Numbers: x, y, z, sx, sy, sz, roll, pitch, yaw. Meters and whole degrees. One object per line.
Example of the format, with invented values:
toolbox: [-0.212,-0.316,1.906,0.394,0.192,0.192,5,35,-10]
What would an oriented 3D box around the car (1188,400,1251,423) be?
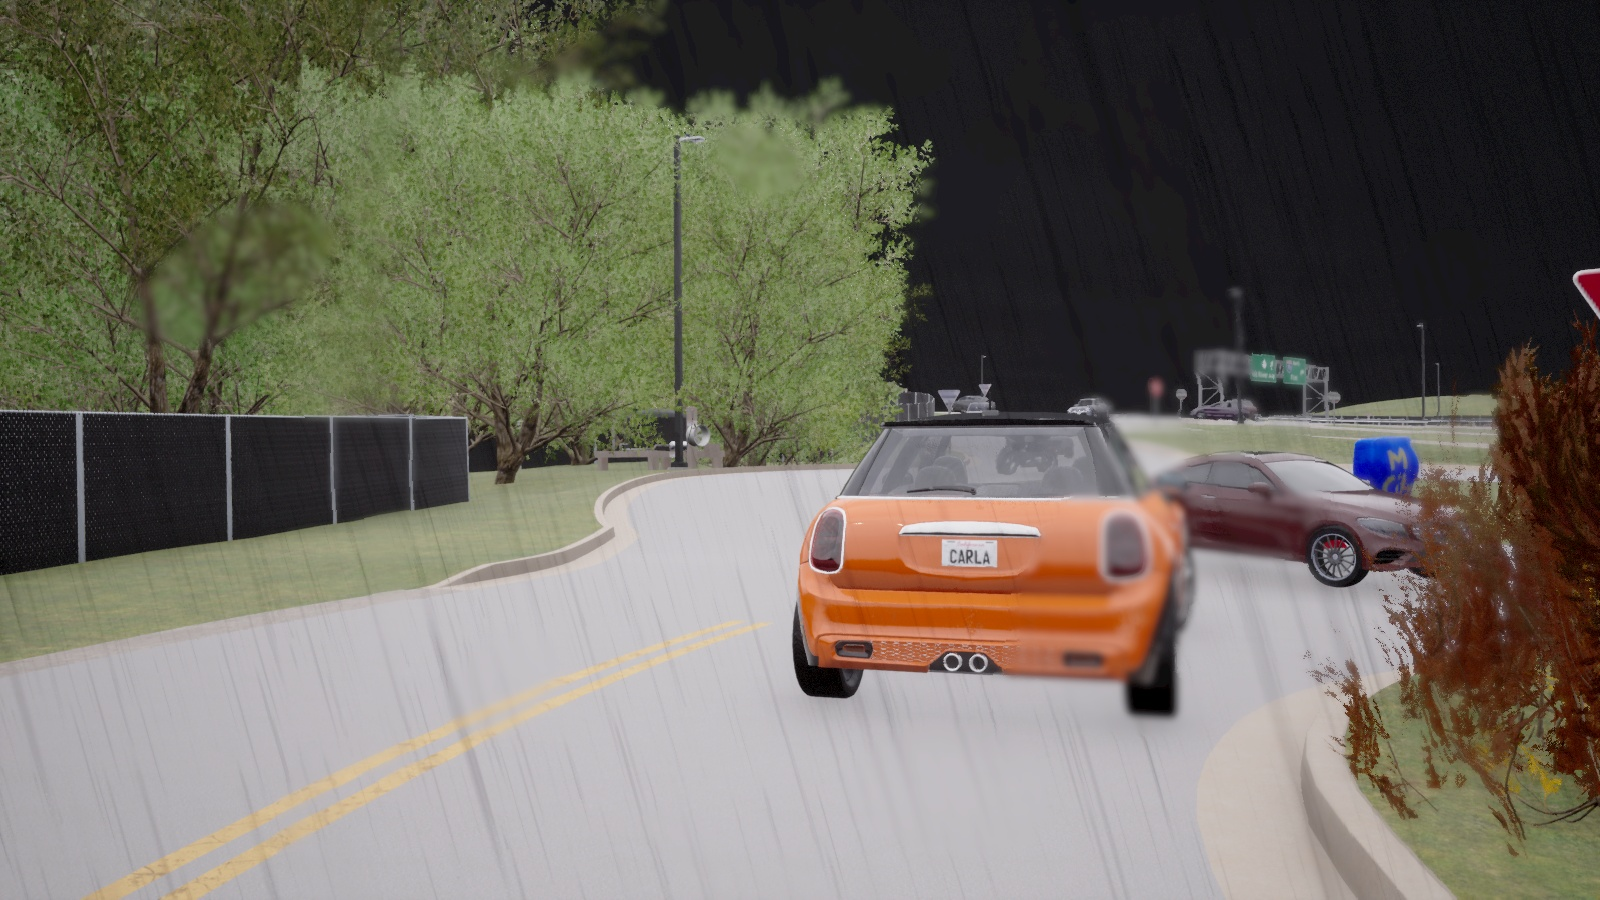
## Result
car: [30.556,-2.770,91.406,4.193,1.474,1.816,3,3,22]

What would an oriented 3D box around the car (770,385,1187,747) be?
car: [1.532,0.548,8.610,2.097,1.767,4.553,0,0,18]

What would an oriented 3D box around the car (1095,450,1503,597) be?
car: [5.969,0.773,15.704,1.812,1.442,4.674,-1,2,-28]

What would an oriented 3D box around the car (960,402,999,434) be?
car: [9.351,-1.683,65.231,1.845,1.501,3.633,0,3,10]

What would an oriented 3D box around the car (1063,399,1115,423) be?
car: [19.613,-2.673,85.211,1.970,1.475,3.806,0,3,38]
